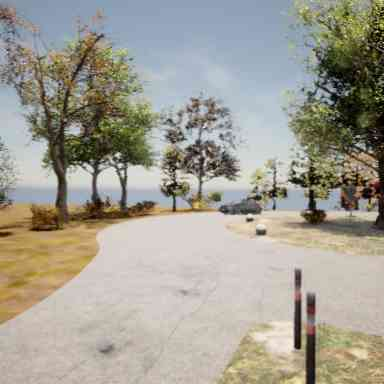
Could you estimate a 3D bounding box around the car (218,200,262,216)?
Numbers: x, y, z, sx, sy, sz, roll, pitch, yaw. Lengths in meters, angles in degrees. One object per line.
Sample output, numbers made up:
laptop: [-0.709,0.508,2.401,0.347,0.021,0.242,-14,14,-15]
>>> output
car: [4.525,1.416,31.176,4.181,1.385,1.994,0,0,-32]
